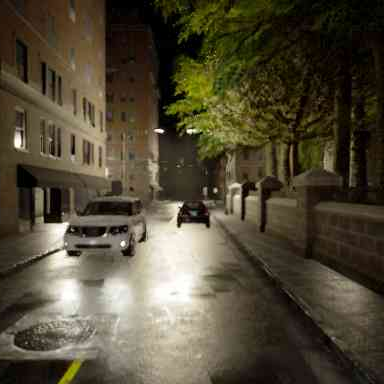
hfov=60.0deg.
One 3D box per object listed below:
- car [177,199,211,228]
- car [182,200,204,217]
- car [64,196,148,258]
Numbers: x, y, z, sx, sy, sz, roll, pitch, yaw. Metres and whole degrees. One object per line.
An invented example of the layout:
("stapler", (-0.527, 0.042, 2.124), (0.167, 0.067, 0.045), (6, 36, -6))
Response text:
("car", (0.090, 1.338, 22.224), (2.097, 1.767, 4.553), (0, 0, 0))
("car", (0.082, 1.542, 32.054), (1.994, 1.385, 4.181), (0, 0, 0))
("car", (-3.100, 1.213, 13.157), (2.150, 2.045, 5.566), (0, 0, 0))
